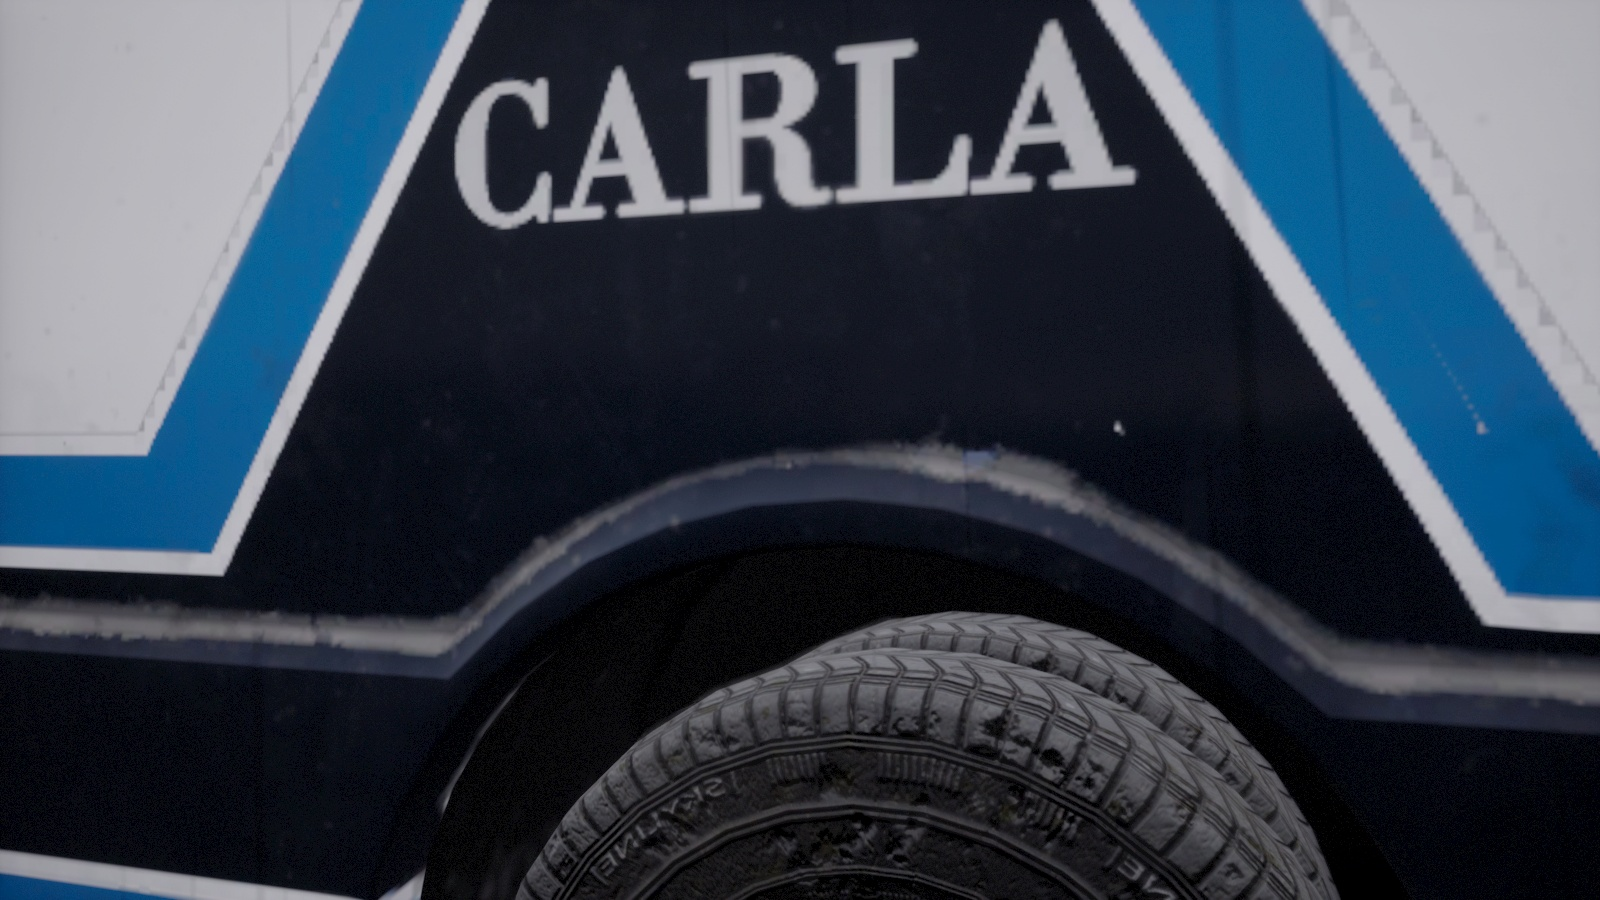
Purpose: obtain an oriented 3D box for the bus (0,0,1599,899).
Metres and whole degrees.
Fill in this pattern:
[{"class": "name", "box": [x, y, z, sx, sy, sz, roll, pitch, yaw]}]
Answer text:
[{"class": "bus", "box": [3.053, -0.574, 2.146, 10.273, 4.253, 3.944, 0, 1, 19]}]
